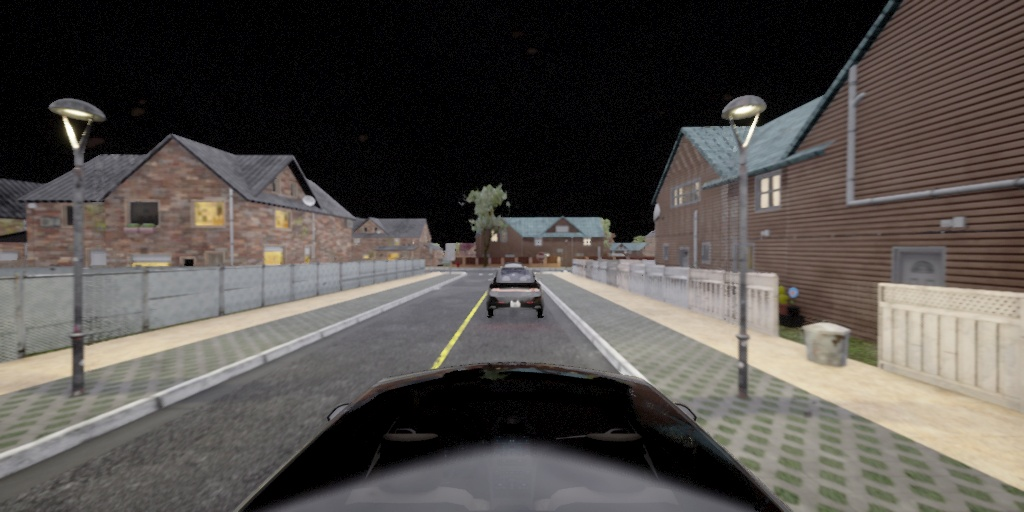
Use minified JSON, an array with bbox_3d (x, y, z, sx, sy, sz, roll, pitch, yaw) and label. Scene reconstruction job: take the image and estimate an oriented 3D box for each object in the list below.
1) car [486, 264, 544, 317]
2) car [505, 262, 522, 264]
[{"bbox_3d":[0.101,1.224,13.044,2.128,1.511,4.902,0,0,0],"label":"car"},{"bbox_3d":[0.105,1.198,27.524,1.882,1.535,5.008,0,0,0],"label":"car"}]
